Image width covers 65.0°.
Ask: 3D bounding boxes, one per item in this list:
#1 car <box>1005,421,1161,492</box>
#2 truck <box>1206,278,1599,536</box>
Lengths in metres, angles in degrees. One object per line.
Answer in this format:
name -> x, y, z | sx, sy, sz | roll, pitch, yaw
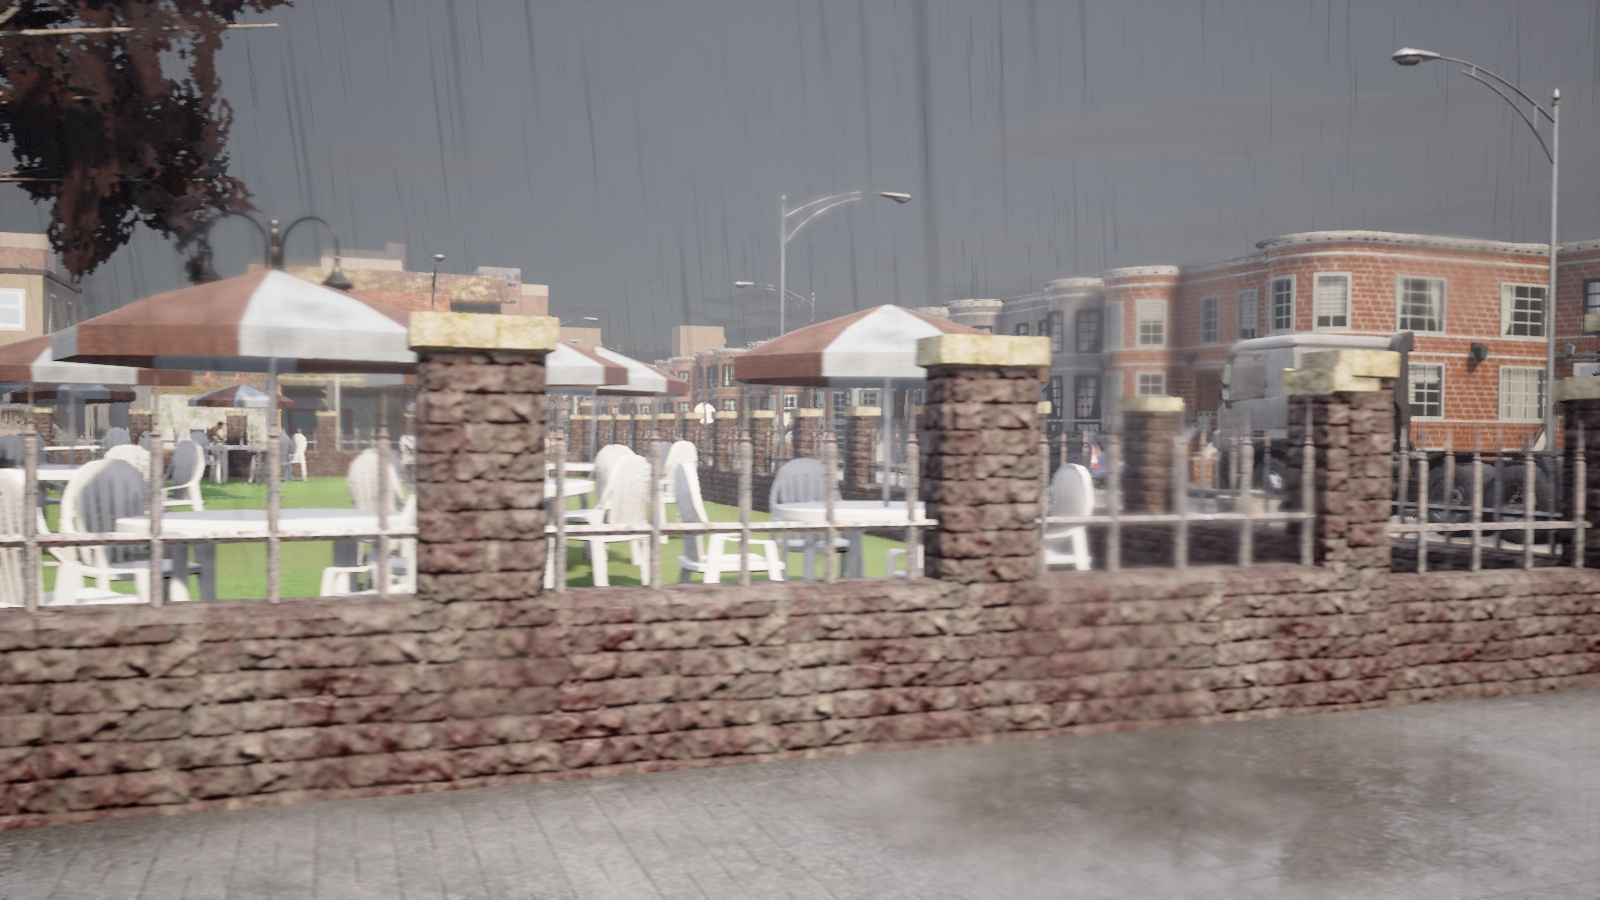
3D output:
car -> 6.876, 0.118, 30.951 | 1.851, 1.617, 3.988 | -1, 1, -20
truck -> 10.620, -0.641, 21.028 | 2.891, 3.462, 7.936 | -1, 1, -21
